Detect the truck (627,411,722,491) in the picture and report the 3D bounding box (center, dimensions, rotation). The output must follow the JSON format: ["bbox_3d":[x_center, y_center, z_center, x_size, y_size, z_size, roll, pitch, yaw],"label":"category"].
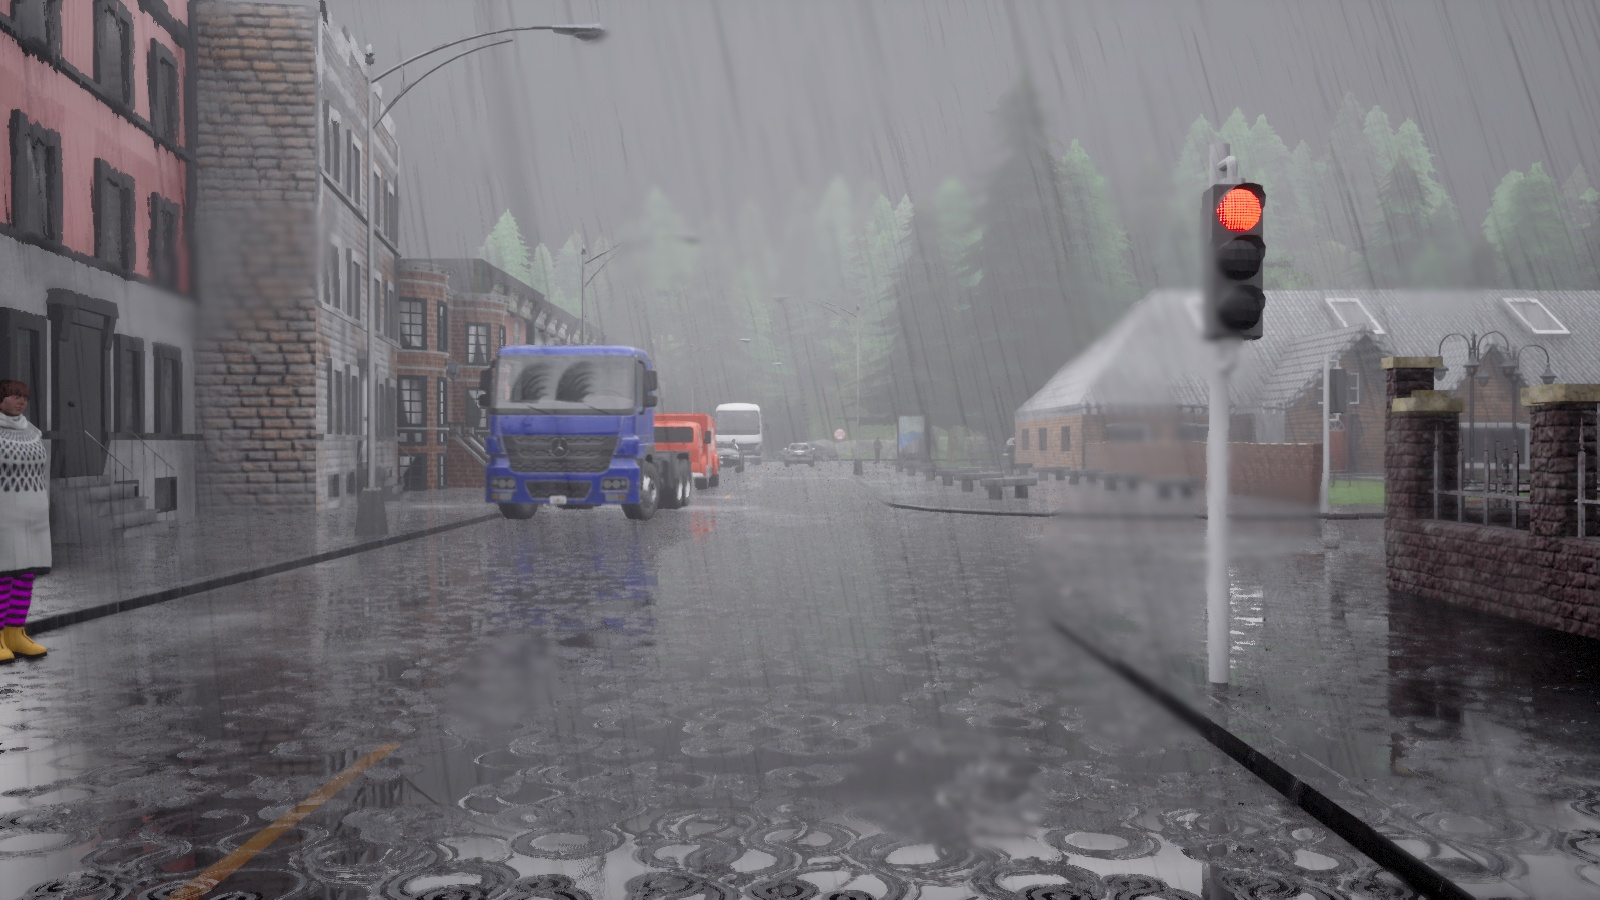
[{"bbox_3d":[-4.048,0.022,41.600,2.627,2.467,5.204,0,0,0],"label":"truck"}]

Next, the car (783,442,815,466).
[{"bbox_3d":[-0.035,0.262,79.714,1.970,1.475,3.806,0,0,0],"label":"car"}]

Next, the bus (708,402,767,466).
[{"bbox_3d":[-4.266,-1.133,88.196,3.944,4.253,10.273,0,1,-1],"label":"bus"}]

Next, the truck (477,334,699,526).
[{"bbox_3d":[-4.165,-0.389,26.673,2.891,3.462,7.936,0,0,4],"label":"truck"}]

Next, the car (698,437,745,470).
[{"bbox_3d":[-4.043,0.152,65.532,2.152,1.651,5.027,0,0,0],"label":"car"}]

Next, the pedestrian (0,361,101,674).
[{"bbox_3d":[-5.228,0.420,8.297,0.873,1.952,0.659,0,0,21],"label":"pedestrian"}]
